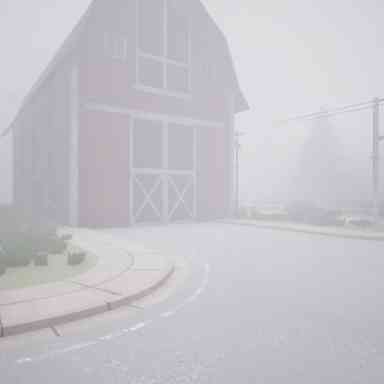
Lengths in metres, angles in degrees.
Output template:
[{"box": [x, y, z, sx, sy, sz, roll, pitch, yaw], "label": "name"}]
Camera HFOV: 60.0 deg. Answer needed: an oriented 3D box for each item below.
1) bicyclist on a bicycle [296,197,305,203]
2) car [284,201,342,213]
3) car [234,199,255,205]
[{"box": [13.252, 1.322, 40.222, 1.656, 1.620, 0.582, 46, -25, -24], "label": "bicyclist on a bicycle"}, {"box": [10.930, 1.574, 30.599, 2.033, 1.411, 5.357, 0, 0, -35], "label": "car"}, {"box": [5.498, 1.552, 38.480, 1.812, 1.442, 4.674, 0, 0, -34], "label": "car"}]
